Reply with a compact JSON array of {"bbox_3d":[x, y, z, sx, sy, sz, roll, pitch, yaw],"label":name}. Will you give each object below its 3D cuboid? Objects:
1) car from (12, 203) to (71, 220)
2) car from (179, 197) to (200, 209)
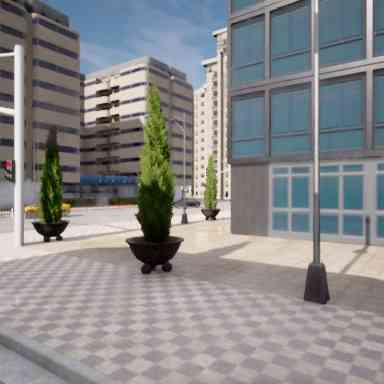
[{"bbox_3d":[-13.205,1.528,29.391,1.882,1.535,5.008,0,0,35],"label":"car"},{"bbox_3d":[-0.785,1.556,46.913,1.837,1.490,4.892,0,0,36],"label":"car"}]
